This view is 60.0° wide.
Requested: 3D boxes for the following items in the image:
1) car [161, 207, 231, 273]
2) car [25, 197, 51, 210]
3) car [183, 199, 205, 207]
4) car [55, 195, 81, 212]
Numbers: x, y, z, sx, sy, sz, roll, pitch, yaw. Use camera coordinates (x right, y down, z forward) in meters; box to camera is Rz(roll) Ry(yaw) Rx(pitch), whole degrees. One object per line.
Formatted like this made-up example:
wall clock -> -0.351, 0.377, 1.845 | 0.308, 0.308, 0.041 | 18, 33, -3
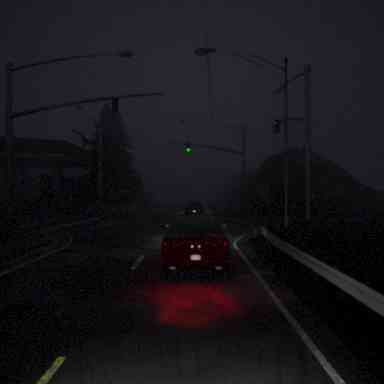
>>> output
car -> 0.118, 1.476, 10.742 | 1.882, 1.535, 5.008 | 0, 0, 1
car -> -20.069, 1.530, 43.096 | 2.242, 1.667, 4.611 | 0, 0, -1
car -> 0.219, 1.506, 32.989 | 1.837, 1.490, 4.892 | 0, 0, 0
car -> -14.383, 1.348, 38.791 | 1.905, 1.878, 3.866 | 0, 0, -1
